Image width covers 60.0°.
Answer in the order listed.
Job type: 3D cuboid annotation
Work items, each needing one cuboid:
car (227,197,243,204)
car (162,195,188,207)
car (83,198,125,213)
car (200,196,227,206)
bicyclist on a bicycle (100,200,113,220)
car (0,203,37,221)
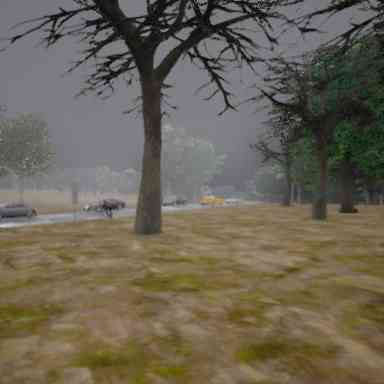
[{"bbox_3d":[7.612,1.512,59.104,1.895,1.301,4.718,1,0,23],"label":"car"},{"bbox_3d":[-2.333,1.276,46.588,1.837,1.490,4.892,1,2,30],"label":"car"},{"bbox_3d":[-9.286,1.374,35.480,2.128,1.511,4.902,1,1,34],"label":"car"},{"bbox_3d":[2.998,1.301,49.739,1.882,1.535,5.008,1,0,28],"label":"car"},{"bbox_3d":[-7.073,1.464,27.379,1.656,1.620,0.582,-1,0,36],"label":"bicyclist on a bicycle"},{"bbox_3d":[-15.074,1.575,27.435,1.994,1.385,4.181,1,1,37],"label":"car"}]
